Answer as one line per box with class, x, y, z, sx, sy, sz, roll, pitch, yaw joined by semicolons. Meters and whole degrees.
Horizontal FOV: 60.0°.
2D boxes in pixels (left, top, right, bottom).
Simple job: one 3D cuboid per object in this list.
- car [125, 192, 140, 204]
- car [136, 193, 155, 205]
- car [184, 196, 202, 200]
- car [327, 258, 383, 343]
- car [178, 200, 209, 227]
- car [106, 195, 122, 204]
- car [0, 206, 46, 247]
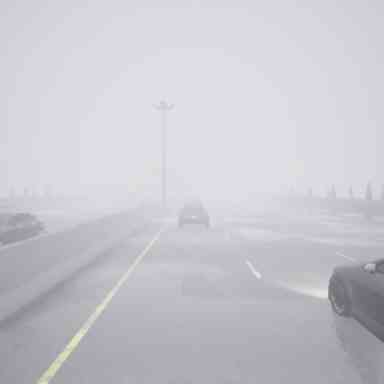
car;-10.512;1.025;59.801;2.150;2.045;5.566;0;0;1
car;-7.047;1.316;53.304;2.128;1.511;4.902;0;0;0
car;0.114;1.220;40.210;2.097;1.767;4.553;0;0;0
car;3.602;1.548;4.742;1.994;1.385;4.181;0;0;0
car;0.109;1.490;22.455;1.994;1.385;4.181;0;0;0
car;-14.012;1.307;59.924;1.837;1.490;4.892;0;0;1
car;-7.095;1.464;12.170;1.837;1.490;4.892;0;0;0
